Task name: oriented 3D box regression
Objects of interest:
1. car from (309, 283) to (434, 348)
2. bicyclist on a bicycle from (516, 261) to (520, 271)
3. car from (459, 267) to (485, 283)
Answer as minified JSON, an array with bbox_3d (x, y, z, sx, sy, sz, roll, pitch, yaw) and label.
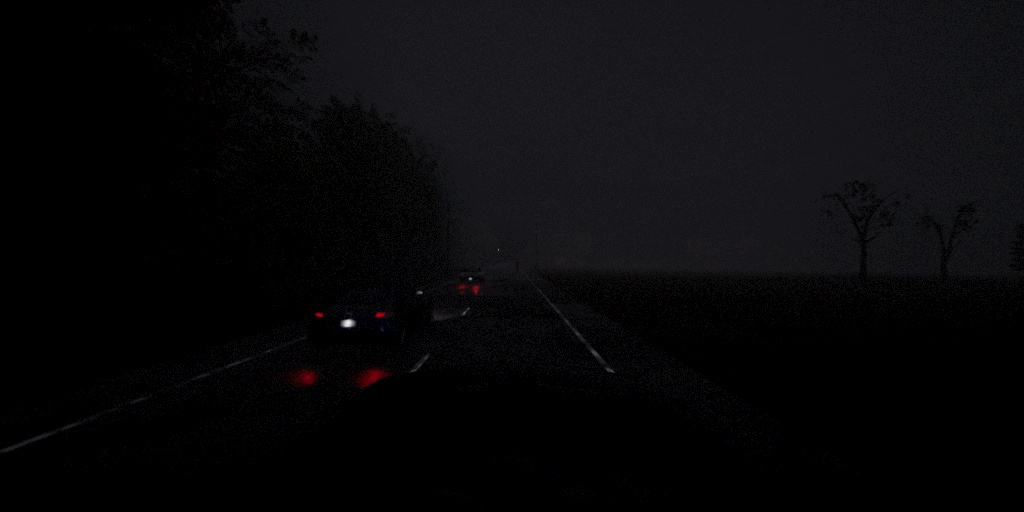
[{"bbox_3d":[-3.405,1.386,9.454,1.994,1.385,4.181,0,-1,0],"label":"car"},{"bbox_3d":[0.947,1.656,59.366,0.659,1.776,1.843,0,0,0],"label":"bicyclist on a bicycle"},{"bbox_3d":[-3.410,1.628,31.648,1.895,1.301,4.718,0,-1,0],"label":"car"}]
